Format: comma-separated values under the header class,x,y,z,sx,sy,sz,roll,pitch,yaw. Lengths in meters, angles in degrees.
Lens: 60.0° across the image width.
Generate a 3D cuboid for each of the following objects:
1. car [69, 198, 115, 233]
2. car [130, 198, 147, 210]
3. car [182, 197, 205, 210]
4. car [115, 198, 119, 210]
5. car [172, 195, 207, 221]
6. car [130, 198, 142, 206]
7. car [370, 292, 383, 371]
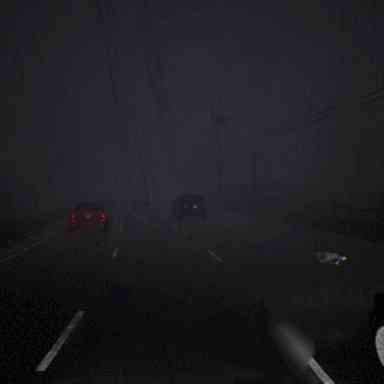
class,x,y,z,sx,sy,sz,roll,pitch,yaw
car,-6.027,1.355,20.106,2.097,1.767,4.553,0,0,-11
car,-6.922,1.605,42.932,1.895,1.301,4.718,0,0,-11
car,0.149,1.495,43.243,2.128,1.511,4.902,0,0,-11
car,-10.468,1.482,42.813,1.882,1.535,5.008,0,-1,-11
car,-0.297,1.223,27.471,2.150,2.045,5.566,0,0,-11
car,-9.224,1.606,54.558,1.895,1.301,4.718,0,0,-11
car,3.345,1.478,2.398,1.882,1.535,5.008,0,0,-2
